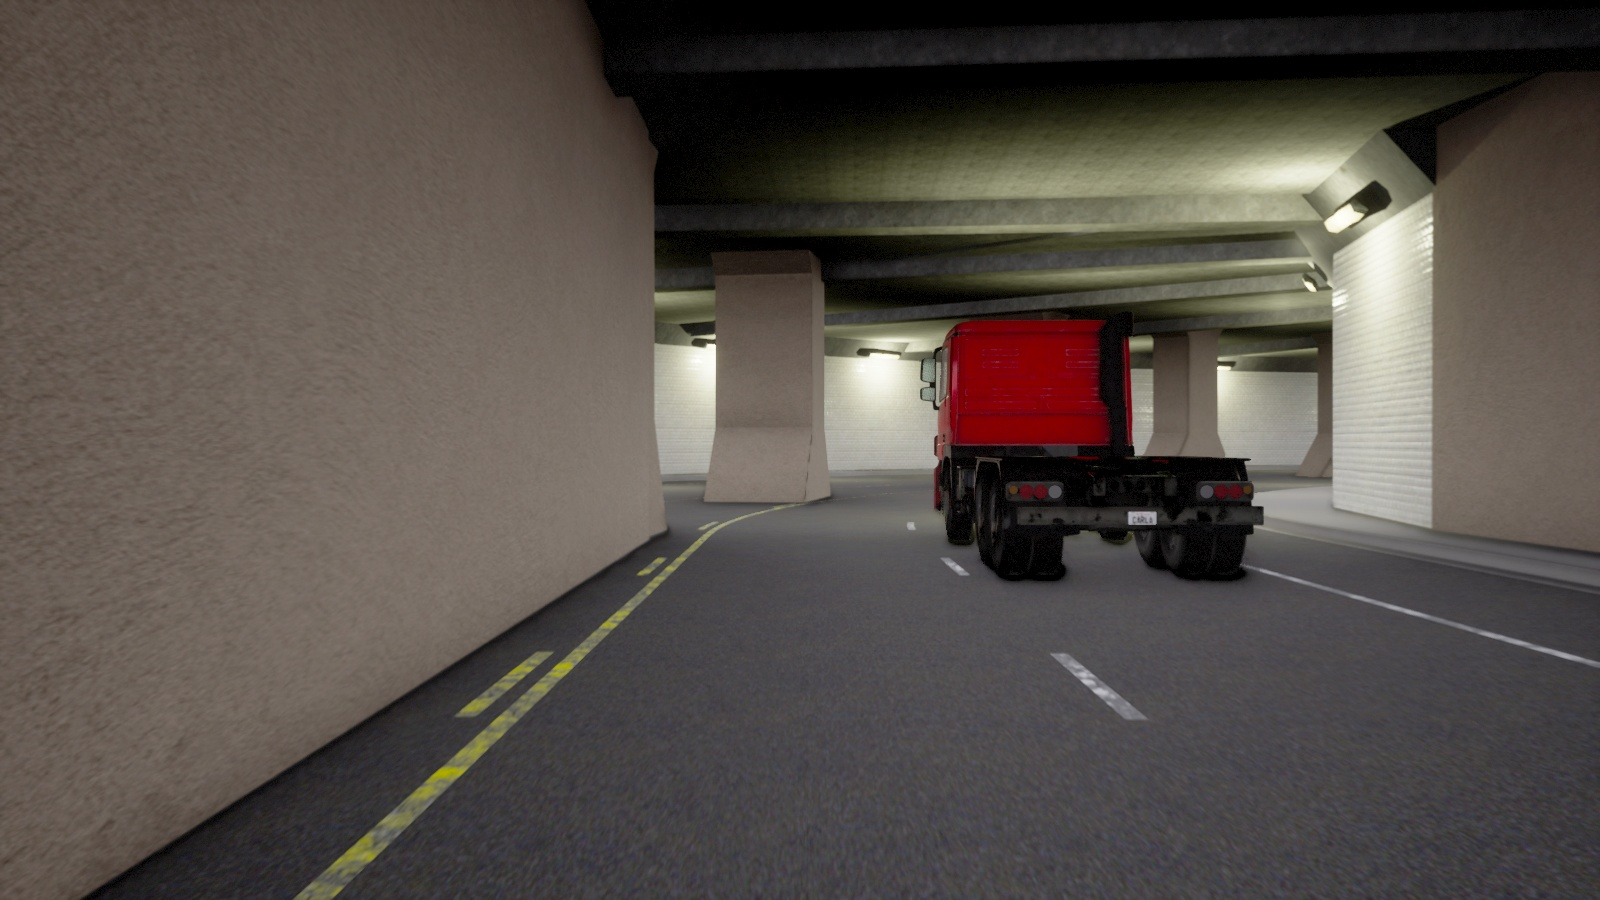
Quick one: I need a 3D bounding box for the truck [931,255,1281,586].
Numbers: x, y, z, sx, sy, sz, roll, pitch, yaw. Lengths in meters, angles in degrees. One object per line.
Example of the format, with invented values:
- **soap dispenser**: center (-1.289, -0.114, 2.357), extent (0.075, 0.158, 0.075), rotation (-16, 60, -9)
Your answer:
- **truck**: center (3.622, -0.329, 17.133), extent (2.891, 3.462, 7.936), rotation (0, 0, 0)
